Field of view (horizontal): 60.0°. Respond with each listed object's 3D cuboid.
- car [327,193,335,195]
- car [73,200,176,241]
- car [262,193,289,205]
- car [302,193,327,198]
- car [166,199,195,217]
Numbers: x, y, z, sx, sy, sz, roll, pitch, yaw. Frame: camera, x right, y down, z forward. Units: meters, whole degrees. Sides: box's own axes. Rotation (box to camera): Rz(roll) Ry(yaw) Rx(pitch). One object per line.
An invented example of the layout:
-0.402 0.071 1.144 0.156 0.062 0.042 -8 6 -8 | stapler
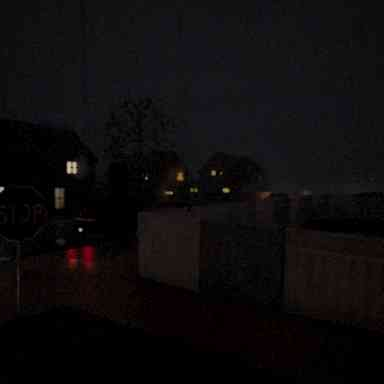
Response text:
20.038 0.878 48.655 1.882 1.535 5.008 0 1 35 | car
-3.270 1.338 15.901 2.128 1.511 4.902 0 1 35 | car
9.898 0.905 39.269 2.097 1.767 4.553 0 1 36 | car
14.380 1.057 40.622 2.033 1.411 5.357 0 1 36 | car
-1.663 1.280 23.074 1.837 1.490 4.892 0 1 35 | car
